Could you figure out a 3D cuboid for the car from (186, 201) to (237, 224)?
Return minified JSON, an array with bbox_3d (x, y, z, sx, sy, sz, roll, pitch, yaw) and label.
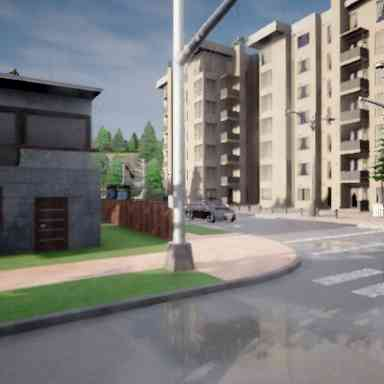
[{"bbox_3d":[1.289,1.413,24.115,2.128,1.511,4.902,0,0,-29],"label":"car"}]
